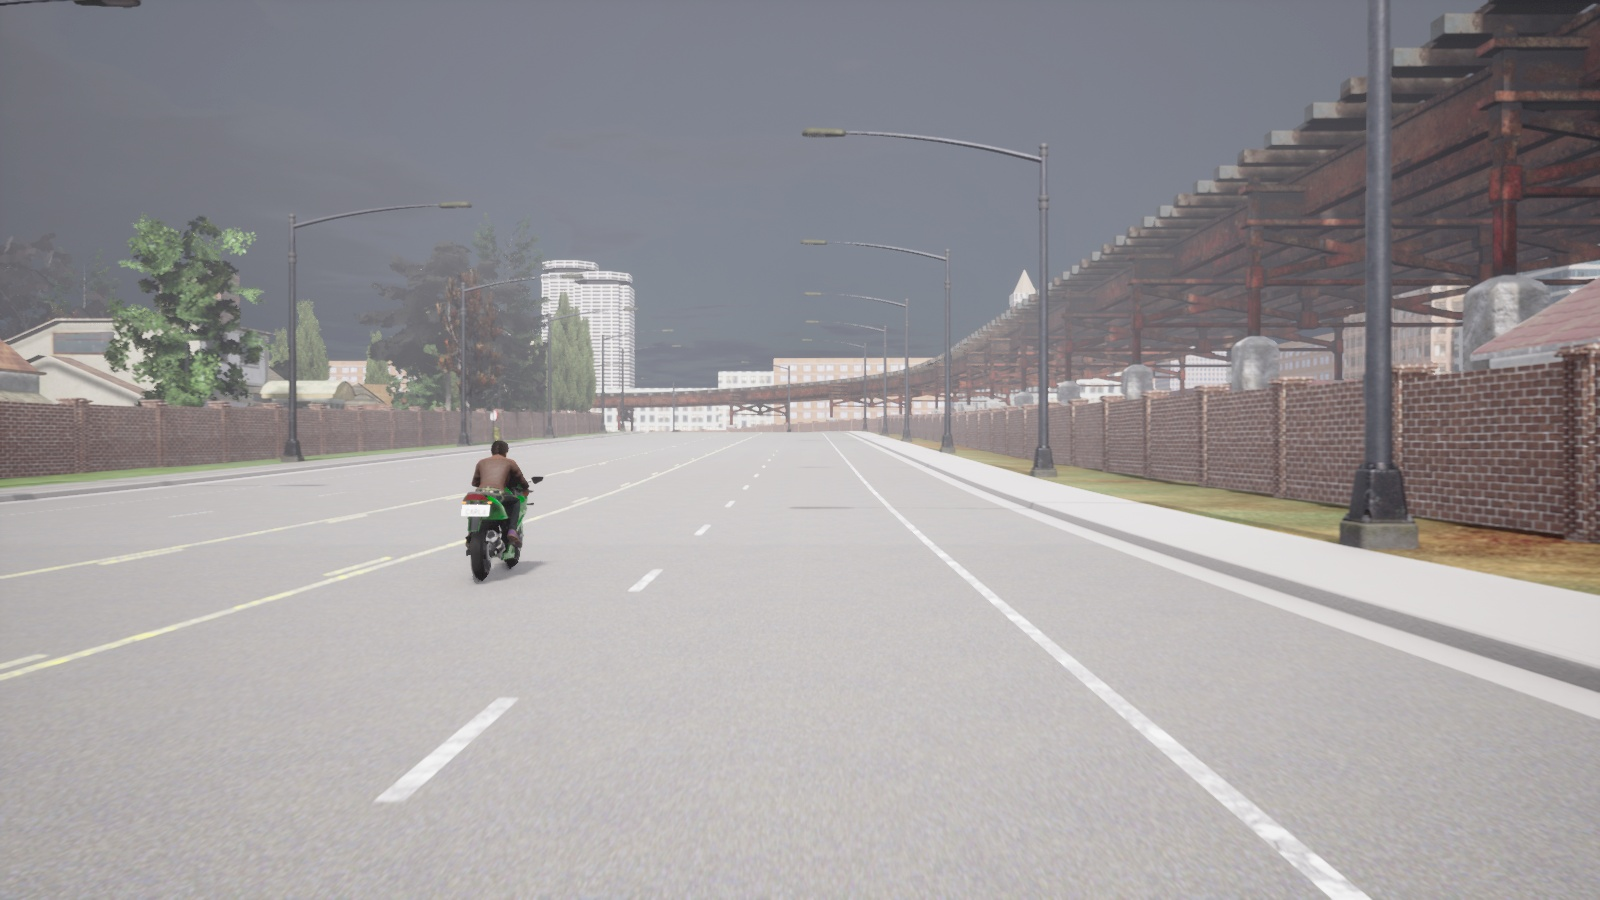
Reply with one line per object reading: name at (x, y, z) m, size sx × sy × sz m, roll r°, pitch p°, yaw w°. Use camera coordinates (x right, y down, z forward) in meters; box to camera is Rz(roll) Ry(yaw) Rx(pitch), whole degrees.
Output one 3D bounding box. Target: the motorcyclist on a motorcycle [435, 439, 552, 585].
motorcyclist on a motorcycle at (-3.402, 0.642, 14.131) m, size 0.797 × 1.523 × 2.044 m, roll 0°, pitch 0°, yaw 0°
